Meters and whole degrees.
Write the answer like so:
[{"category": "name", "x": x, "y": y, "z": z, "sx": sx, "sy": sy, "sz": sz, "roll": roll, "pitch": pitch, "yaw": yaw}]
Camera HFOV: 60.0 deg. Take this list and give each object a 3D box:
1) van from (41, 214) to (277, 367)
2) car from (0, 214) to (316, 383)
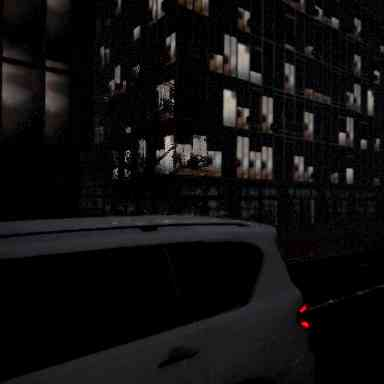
[{"category": "van", "x": -0.453, "y": 1.395, "z": 6.148, "sx": 3.998, "sy": 1.788, "sz": 1.690, "roll": 1, "pitch": 0, "yaw": -35}, {"category": "car", "x": -1.509, "y": 1.234, "z": 2.273, "sx": 5.566, "sy": 2.045, "sz": 2.150, "roll": 1, "pitch": -1, "yaw": -35}]
